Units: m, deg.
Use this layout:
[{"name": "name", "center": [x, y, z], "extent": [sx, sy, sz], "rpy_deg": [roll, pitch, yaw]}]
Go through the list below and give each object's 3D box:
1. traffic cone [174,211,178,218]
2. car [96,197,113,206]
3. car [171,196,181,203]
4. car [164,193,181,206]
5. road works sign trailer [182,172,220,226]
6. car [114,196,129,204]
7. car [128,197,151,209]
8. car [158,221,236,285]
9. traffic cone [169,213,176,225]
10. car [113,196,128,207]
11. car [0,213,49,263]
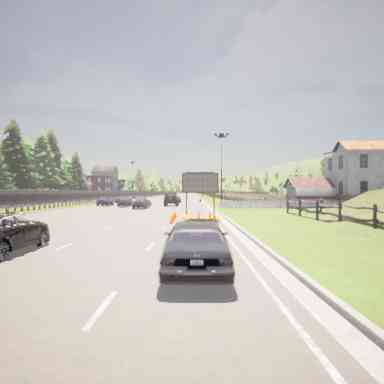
[{"name": "traffic cone", "center": [-1.437, 1.949, 25.004], "extent": [0.340, 0.580, 0.340], "rpy_deg": [0, 0, 0]}, {"name": "car", "center": [-13.795, 1.512, 52.703], "extent": [1.812, 1.442, 4.674], "rpy_deg": [0, 0, 0]}, {"name": "car", "center": [-3.262, 1.545, 68.401], "extent": [1.994, 1.385, 4.181], "rpy_deg": [0, 0, 0]}, {"name": "car", "center": [-3.293, 1.207, 53.186], "extent": [2.150, 2.045, 5.566], "rpy_deg": [0, 0, 0]}, {"name": "road works sign trailer", "center": [0.531, 0.458, 21.932], "extent": [2.380, 3.560, 2.880], "rpy_deg": [0, 0, -5]}, {"name": "car", "center": [-13.768, 1.546, 65.311], "extent": [1.994, 1.385, 4.181], "rpy_deg": [0, 0, 0]}, {"name": "car", "center": [-6.822, 1.535, 45.254], "extent": [2.033, 1.411, 5.357], "rpy_deg": [0, 0, 2]}, {"name": "car", "center": [0.120, 1.545, 9.563], "extent": [2.033, 1.411, 5.357], "rpy_deg": [0, 0, 0]}, {"name": "traffic cone", "center": [-1.441, 1.949, 23.004], "extent": [0.340, 0.580, 0.340], "rpy_deg": [0, 0, 0]}, {"name": "car", "center": [-10.293, 1.533, 51.982], "extent": [2.033, 1.411, 5.357], "rpy_deg": [0, 0, 0]}, {"name": "car", "center": [-6.876, 1.489, 11.966], "extent": [2.128, 1.511, 4.902], "rpy_deg": [0, 0, 0]}]
